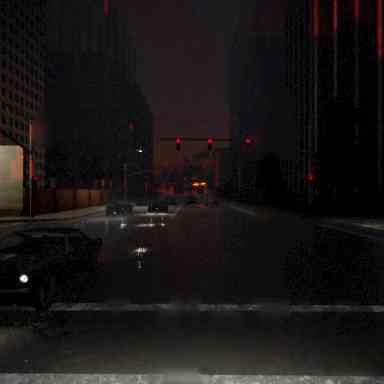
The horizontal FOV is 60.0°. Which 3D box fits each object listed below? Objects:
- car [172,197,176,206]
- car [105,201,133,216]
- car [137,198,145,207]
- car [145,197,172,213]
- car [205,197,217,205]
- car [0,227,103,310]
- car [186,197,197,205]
[{"bbox_3d":[-3.637,1.548,54.540,2.033,1.411,5.357,0,0,0],"label":"car"},{"bbox_3d":[-7.159,1.601,33.031,1.895,1.301,4.718,0,0,0],"label":"car"},{"bbox_3d":[-7.159,1.564,51.129,1.994,1.385,4.181,0,0,0],"label":"car"},{"bbox_3d":[-3.664,1.564,36.667,1.994,1.385,4.181,0,0,0],"label":"car"},{"bbox_3d":[3.395,1.526,58.414,1.812,1.442,4.674,0,0,0],"label":"car"},{"bbox_3d":[-3.612,1.569,7.853,1.895,1.301,4.718,0,0,0],"label":"car"},{"bbox_3d":[-0.105,1.547,58.407,2.033,1.411,5.357,0,0,0],"label":"car"}]
